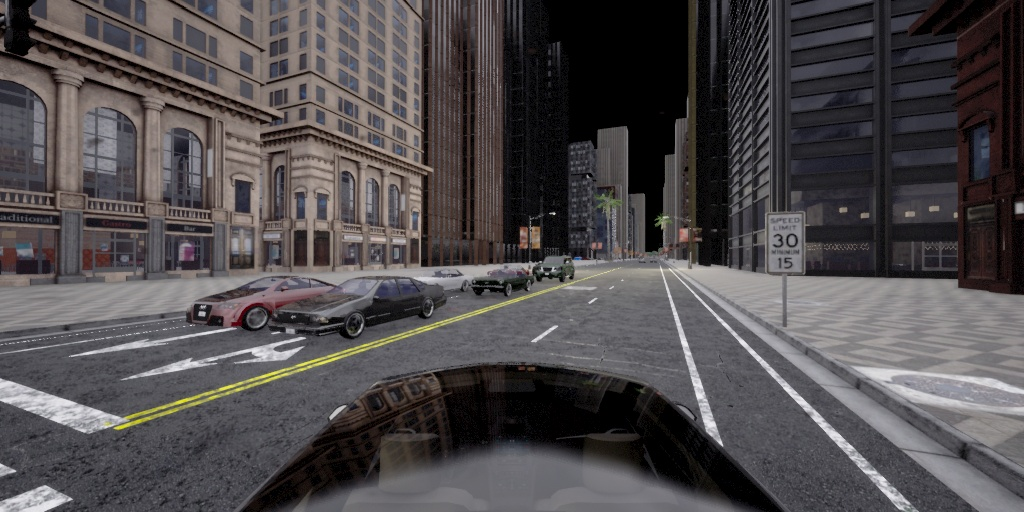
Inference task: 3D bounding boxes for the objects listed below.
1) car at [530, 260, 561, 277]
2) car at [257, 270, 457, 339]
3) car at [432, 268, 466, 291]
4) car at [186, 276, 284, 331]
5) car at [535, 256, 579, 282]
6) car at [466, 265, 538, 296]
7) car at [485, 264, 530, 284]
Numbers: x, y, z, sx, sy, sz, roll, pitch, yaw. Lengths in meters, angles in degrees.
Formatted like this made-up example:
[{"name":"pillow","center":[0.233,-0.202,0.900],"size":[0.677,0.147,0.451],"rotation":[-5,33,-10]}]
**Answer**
[{"name":"car","center":[3.645,1.250,37.903],"size":[1.882,1.535,5.008],"rotation":[0,0,23]},{"name":"car","center":[-3.986,1.299,10.525],"size":[2.033,1.411,5.357],"rotation":[0,0,22]},{"name":"car","center":[-3.967,1.356,19.227],"size":[1.895,1.301,4.718],"rotation":[0,0,22]},{"name":"car","center":[-7.254,1.315,11.106],"size":[1.994,1.385,4.181],"rotation":[0,0,22]},{"name":"car","center":[3.637,0.986,29.324],"size":[2.150,2.045,5.566],"rotation":[0,0,22]},{"name":"car","center":[-0.384,1.357,19.412],"size":[1.895,1.301,4.718],"rotation":[0,0,22]},{"name":"car","center":[-0.224,1.363,28.459],"size":[1.895,1.301,4.718],"rotation":[0,0,22]}]
